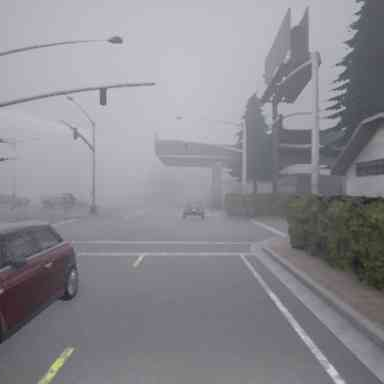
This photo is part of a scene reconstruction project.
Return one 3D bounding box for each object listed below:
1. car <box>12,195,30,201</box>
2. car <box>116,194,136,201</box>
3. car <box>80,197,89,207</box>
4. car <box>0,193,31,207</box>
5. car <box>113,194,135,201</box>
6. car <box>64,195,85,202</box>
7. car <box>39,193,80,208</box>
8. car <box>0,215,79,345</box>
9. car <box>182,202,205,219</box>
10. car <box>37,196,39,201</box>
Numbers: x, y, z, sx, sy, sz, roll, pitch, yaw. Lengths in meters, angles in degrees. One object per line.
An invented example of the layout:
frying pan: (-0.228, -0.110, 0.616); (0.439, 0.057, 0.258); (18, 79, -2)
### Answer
car: (-42.529, 1.415, 82.866); (3.633, 1.501, 1.845); (0, 0, -1)
car: (-16.496, 1.380, 83.026); (4.514, 1.523, 2.007); (0, 0, -1)
car: (-16.176, 1.384, 45.633); (3.806, 1.475, 1.970); (0, 0, -1)
car: (-24.655, 1.120, 45.546); (4.605, 1.855, 1.932); (0, 0, -1)
car: (-16.425, 1.370, 79.889); (5.027, 1.636, 2.152); (0, 0, -1)
car: (-24.031, 1.353, 67.999); (3.633, 1.501, 1.845); (0, 0, -1)
car: (-16.768, 1.098, 42.305); (3.866, 1.878, 1.905); (0, 0, -1)
car: (-3.548, 1.354, 5.388); (2.097, 1.767, 4.553); (0, 0, 1)
car: (0.134, 1.533, 29.022); (2.033, 1.411, 5.357); (0, -1, 0)
car: (-24.016, 1.327, 58.006); (4.514, 1.523, 2.007); (0, 0, -1)
